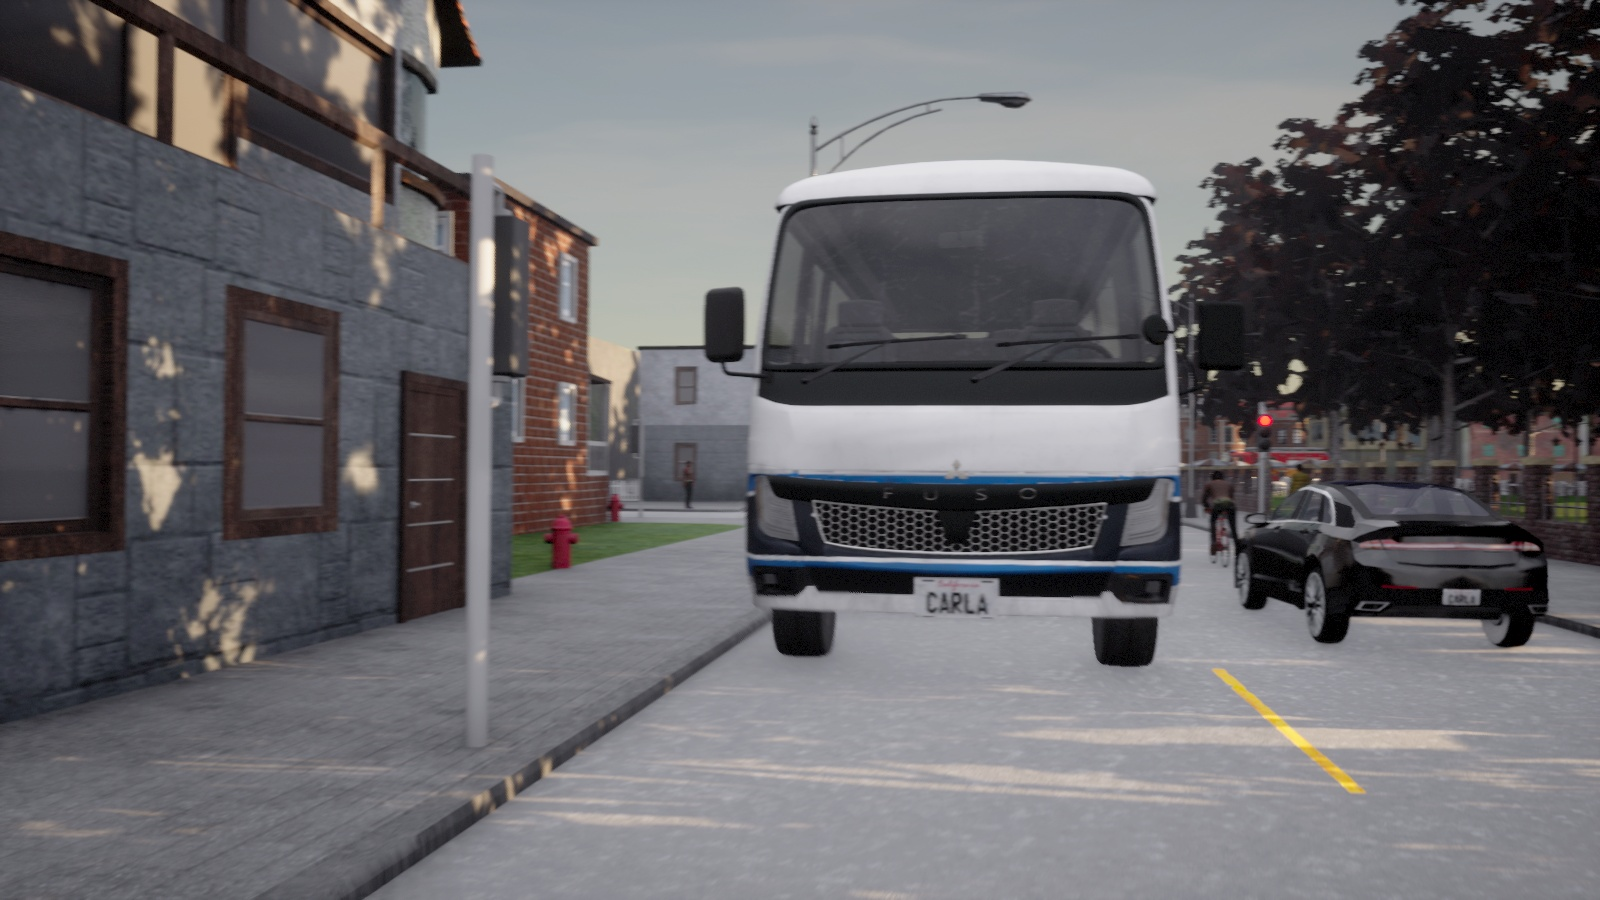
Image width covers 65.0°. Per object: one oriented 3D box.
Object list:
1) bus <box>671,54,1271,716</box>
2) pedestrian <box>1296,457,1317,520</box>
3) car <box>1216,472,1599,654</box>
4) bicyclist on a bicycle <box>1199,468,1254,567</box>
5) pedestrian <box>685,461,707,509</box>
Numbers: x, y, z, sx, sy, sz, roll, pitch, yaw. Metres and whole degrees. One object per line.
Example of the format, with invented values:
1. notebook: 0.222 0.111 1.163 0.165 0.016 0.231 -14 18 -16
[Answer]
1. bus: 1.873 -0.337 13.436 3.944 4.253 10.273 0 -1 9
2. pedestrian: 15.132 1.143 37.531 0.431 1.840 0.709 0 -1 9
3. car: 5.921 0.985 13.014 2.128 1.511 4.902 0 -1 7
4. bicyclist on a bicycle: 7.267 1.122 21.460 0.582 1.620 1.656 0 -1 8
5. pedestrian: -3.984 1.336 47.971 0.869 1.805 0.328 -1 -1 39
